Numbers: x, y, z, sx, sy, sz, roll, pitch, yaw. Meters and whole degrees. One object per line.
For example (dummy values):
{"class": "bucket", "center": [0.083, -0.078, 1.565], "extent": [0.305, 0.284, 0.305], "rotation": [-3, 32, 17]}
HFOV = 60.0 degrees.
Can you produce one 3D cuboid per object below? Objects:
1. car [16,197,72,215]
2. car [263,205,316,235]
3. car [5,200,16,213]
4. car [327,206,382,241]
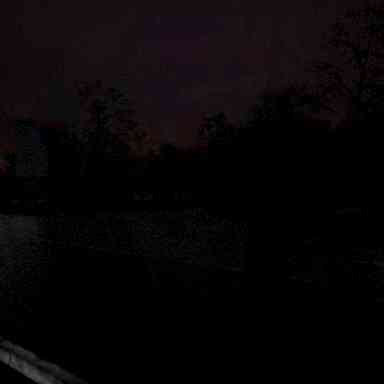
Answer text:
{"class": "car", "center": [-14.277, 1.243, 32.794], "extent": [2.185, 1.767, 4.553], "rotation": [0, 0, 35]}
{"class": "car", "center": [5.504, 1.474, 18.619], "extent": [2.002, 1.452, 4.674], "rotation": [0, 0, 36]}
{"class": "car", "center": [-16.899, 1.402, 34.578], "extent": [2.002, 1.452, 4.674], "rotation": [0, 0, 35]}
{"class": "car", "center": [8.169, 1.444, 16.713], "extent": [2.231, 1.521, 4.892], "rotation": [0, 0, 36]}
